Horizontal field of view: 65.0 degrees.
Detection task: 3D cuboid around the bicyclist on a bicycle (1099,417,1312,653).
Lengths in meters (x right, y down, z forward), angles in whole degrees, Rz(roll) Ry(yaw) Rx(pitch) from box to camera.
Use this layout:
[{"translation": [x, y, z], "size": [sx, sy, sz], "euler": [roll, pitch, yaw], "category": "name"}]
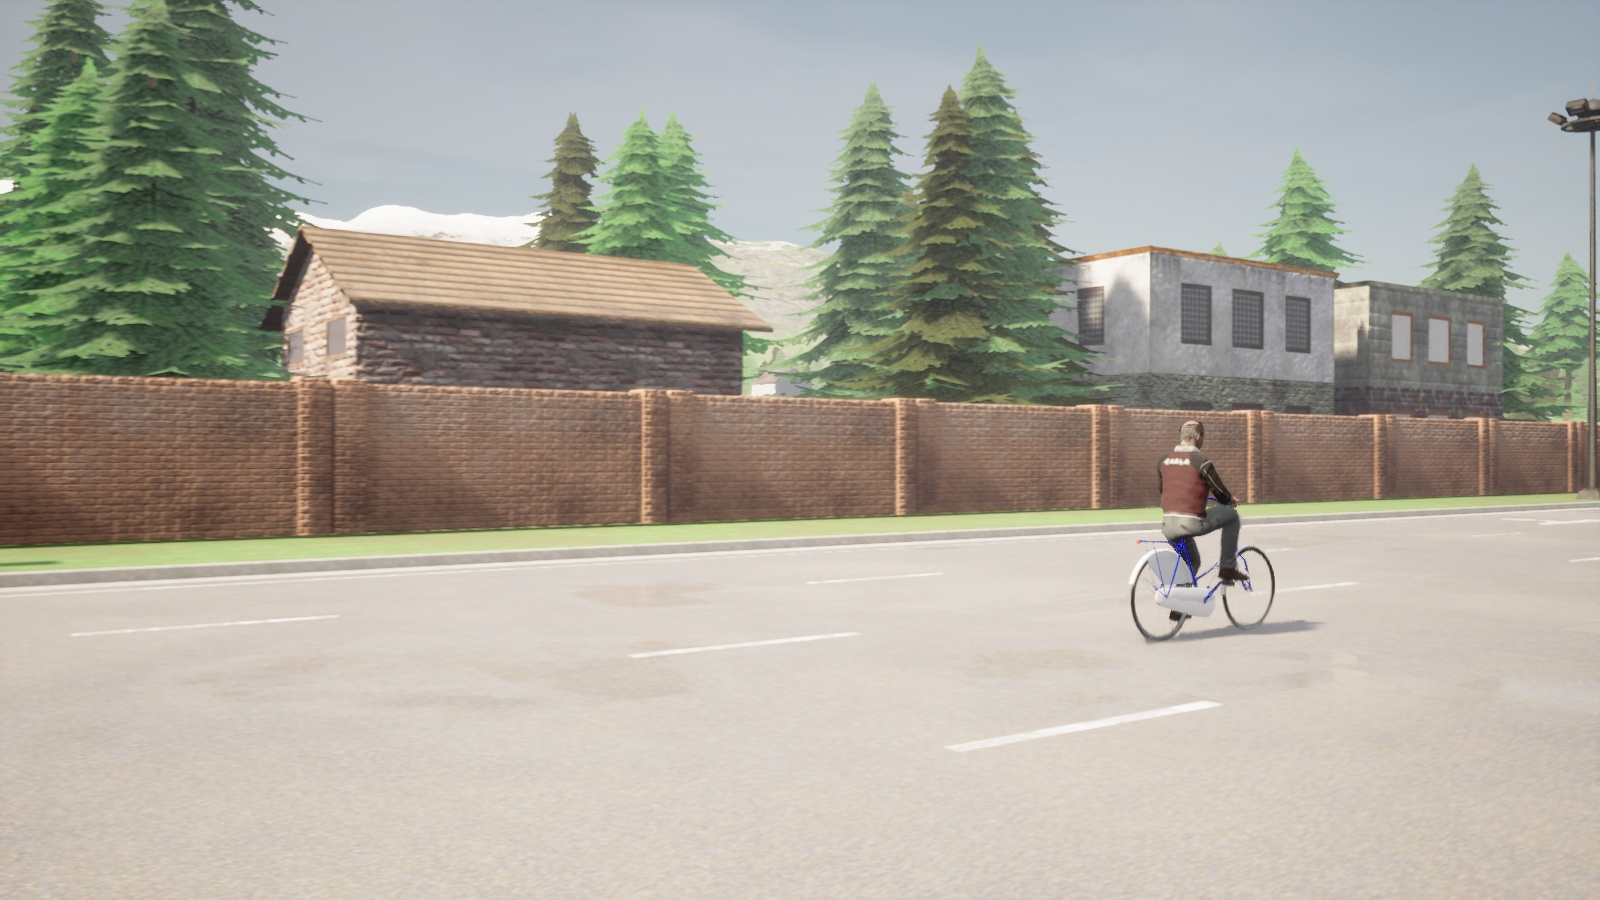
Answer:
[{"translation": [3.325, 0.633, 10.238], "size": [1.843, 1.776, 0.659], "euler": [0, 0, -35], "category": "bicyclist on a bicycle"}]
